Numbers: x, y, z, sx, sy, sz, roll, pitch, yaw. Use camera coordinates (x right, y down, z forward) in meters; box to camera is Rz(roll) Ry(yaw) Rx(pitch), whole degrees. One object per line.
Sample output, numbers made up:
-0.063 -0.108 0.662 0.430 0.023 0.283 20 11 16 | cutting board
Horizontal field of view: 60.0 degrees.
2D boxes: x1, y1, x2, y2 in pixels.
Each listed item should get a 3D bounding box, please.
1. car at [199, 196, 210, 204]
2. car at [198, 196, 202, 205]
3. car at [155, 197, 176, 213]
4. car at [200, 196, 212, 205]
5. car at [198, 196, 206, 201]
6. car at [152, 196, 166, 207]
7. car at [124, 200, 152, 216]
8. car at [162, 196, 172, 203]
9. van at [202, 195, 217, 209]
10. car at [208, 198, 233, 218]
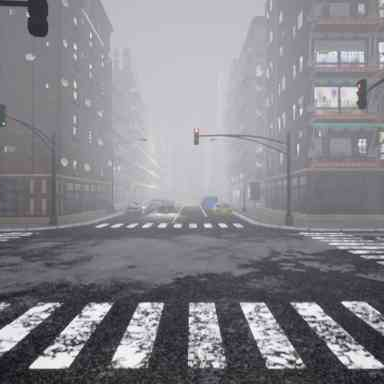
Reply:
2.489 1.603 66.618 2.008 1.369 4.403 1 0 0 | car
2.513 1.346 49.649 2.192 1.841 5.009 1 0 0 | car
-2.800 1.619 38.136 1.895 1.301 4.718 0 0 0 | car
2.498 1.485 60.962 1.967 1.590 4.097 1 0 0 | car
2.467 1.626 83.586 1.887 1.381 4.507 1 0 0 | car
-5.370 1.613 49.581 1.802 1.307 4.206 1 0 0 | car
-5.477 1.564 32.607 2.008 1.369 4.403 1 0 0 | car
-5.398 1.612 72.212 2.008 1.369 4.403 1 0 0 | car
2.553 1.366 43.996 1.690 1.788 3.998 1 0 0 | van
2.665 1.537 30.162 1.752 1.417 4.829 1 0 0 | car
